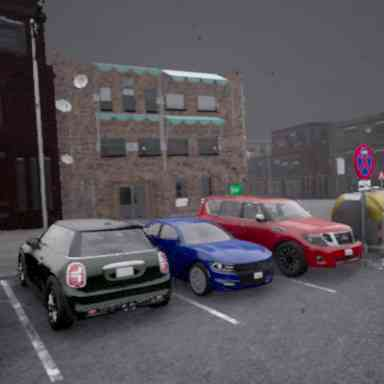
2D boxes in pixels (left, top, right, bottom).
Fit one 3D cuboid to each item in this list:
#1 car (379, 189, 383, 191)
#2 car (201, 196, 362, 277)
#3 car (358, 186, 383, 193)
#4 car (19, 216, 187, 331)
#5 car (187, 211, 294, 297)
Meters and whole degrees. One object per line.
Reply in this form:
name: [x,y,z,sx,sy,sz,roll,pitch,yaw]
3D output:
car: [16.687,0.632,25.412,1.994,1.385,4.181,-3,1,-2]
car: [2.347,1.169,10.642,2.435,2.045,5.566,-1,1,-35]
car: [18.208,0.267,33.778,2.097,1.767,4.553,-4,0,-19]
car: [-2.351,1.354,7.289,2.185,1.767,4.553,0,0,-36]
car: [-0.067,1.462,8.961,2.097,1.535,5.008,0,0,-36]
